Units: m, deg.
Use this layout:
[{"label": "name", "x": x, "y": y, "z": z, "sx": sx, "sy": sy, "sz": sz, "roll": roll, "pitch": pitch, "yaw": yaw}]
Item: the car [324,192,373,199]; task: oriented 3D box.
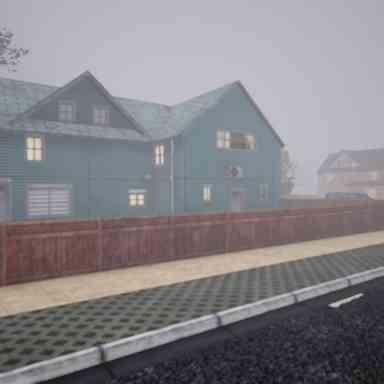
[{"label": "car", "x": 13.947, "y": 1.036, "z": 28.413, "sx": 2.150, "sy": 2.045, "sz": 5.566, "roll": -1, "pitch": 1, "yaw": -36}]
